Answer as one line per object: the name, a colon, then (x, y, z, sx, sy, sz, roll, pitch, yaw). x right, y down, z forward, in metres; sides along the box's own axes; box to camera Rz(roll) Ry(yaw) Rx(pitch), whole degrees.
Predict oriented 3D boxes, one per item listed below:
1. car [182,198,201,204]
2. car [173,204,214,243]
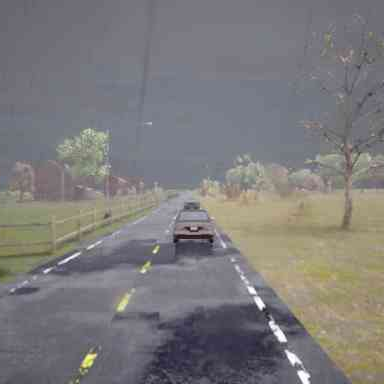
car: (-0.010, 1.510, 37.781, 1.837, 1.490, 4.892, 0, 0, 0)
car: (0.065, 1.555, 16.243, 2.033, 1.411, 5.357, 0, 0, 0)
